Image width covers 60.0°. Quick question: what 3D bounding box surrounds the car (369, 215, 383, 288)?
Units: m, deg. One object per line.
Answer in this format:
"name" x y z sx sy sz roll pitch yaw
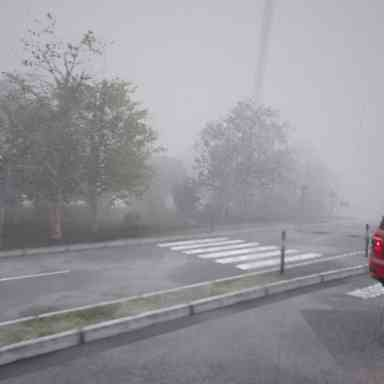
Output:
"car" 6.347 1.216 7.427 5.566 2.045 2.150 0 -1 -30
